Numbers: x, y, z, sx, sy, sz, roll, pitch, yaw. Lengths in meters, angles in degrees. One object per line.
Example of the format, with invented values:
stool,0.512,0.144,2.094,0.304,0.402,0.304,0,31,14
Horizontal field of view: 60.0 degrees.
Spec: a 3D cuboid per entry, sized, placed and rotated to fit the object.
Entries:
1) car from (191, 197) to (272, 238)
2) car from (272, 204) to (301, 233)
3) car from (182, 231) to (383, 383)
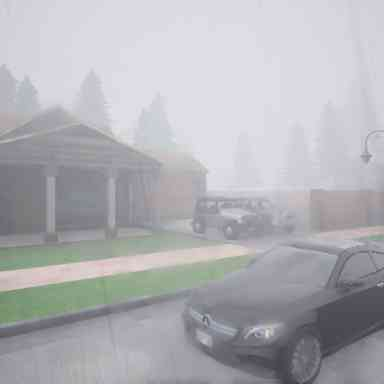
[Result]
car,1.596,1.176,15.971,1.905,1.878,3.866,0,0,-36
car,3.415,1.174,17.749,1.932,1.855,4.605,0,0,-36
car,2.043,1.526,5.423,4.674,1.442,1.812,0,0,-36
